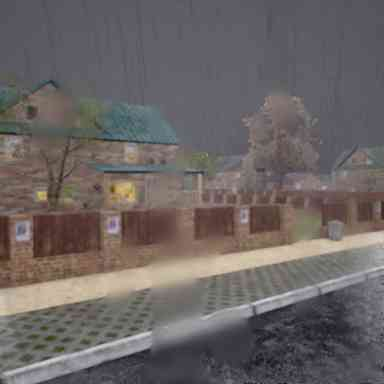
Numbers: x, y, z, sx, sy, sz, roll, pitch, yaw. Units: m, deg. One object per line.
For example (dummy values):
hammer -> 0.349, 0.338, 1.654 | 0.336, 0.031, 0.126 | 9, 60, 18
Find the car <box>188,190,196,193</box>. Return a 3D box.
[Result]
car -> 0.024, 0.405, 55.310 | 2.128, 1.511, 4.902 | -2, 2, -35
